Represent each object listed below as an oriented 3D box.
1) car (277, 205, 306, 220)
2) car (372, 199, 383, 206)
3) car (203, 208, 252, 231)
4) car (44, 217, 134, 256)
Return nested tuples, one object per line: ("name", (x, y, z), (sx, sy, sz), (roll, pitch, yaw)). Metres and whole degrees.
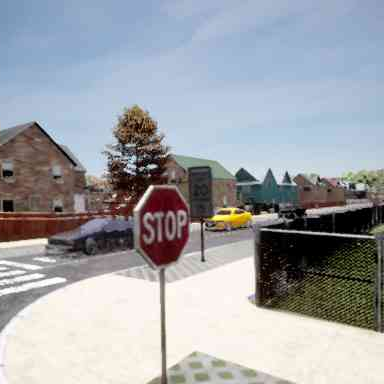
("car", (10.735, 2.095, 35.737), (1.882, 1.535, 5.008), (-2, -2, 35))
("car", (42.613, 2.440, 76.248), (2.097, 1.767, 4.553), (-2, -2, 35))
("car", (2.622, 1.934, 24.206), (1.882, 1.535, 5.008), (-2, -2, 35))
("car", (-3.771, 1.874, 15.095), (2.033, 1.411, 5.357), (-2, -2, 35))
